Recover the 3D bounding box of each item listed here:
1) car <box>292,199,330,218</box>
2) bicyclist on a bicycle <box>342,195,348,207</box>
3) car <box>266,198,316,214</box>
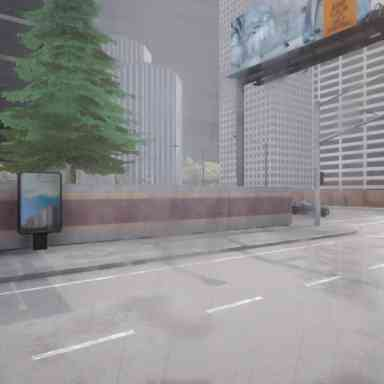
[{"bbox_3d":[10.241,1.478,30.850,1.882,1.535,5.008,0,0,-35],"label":"car"},{"bbox_3d":[21.307,1.301,46.345,1.656,1.620,0.582,0,0,-35],"label":"bicyclist on a bicycle"},{"bbox_3d":[10.713,1.491,36.242,2.128,1.511,4.902,0,0,-35],"label":"car"}]
